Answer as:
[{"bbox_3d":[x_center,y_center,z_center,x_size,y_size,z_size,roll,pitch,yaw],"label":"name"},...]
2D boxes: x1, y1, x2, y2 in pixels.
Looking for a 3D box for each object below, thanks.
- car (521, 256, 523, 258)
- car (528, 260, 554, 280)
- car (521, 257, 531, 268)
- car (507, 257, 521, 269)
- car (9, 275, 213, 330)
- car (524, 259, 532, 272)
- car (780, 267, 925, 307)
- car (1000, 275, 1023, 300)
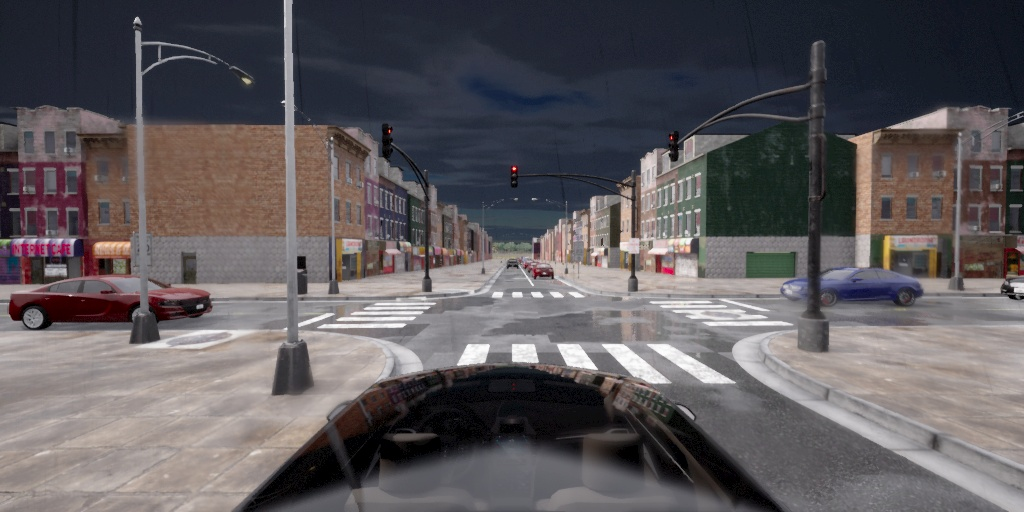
[{"bbox_3d":[2.748,1.185,59.343,1.967,1.591,4.097,0,0,0],"label":"car"},{"bbox_3d":[2.694,1.290,31.681,1.888,1.381,4.507,0,0,0],"label":"car"},{"bbox_3d":[2.737,1.290,53.811,1.888,1.381,4.507,0,0,0],"label":"car"},{"bbox_3d":[0.106,1.250,56.427,1.837,1.490,4.892,0,0,0],"label":"car"},{"bbox_3d":[-12.310,1.337,11.226,5.008,1.535,1.882,0,1,-1],"label":"car"},{"bbox_3d":[2.716,1.327,42.746,1.802,1.307,4.207,0,0,0],"label":"car"},{"bbox_3d":[13.298,1.160,14.130,4.674,1.442,1.812,0,1,1],"label":"car"},{"bbox_3d":[22.459,1.087,14.088,4.902,1.511,2.128,0,1,0],"label":"car"}]
